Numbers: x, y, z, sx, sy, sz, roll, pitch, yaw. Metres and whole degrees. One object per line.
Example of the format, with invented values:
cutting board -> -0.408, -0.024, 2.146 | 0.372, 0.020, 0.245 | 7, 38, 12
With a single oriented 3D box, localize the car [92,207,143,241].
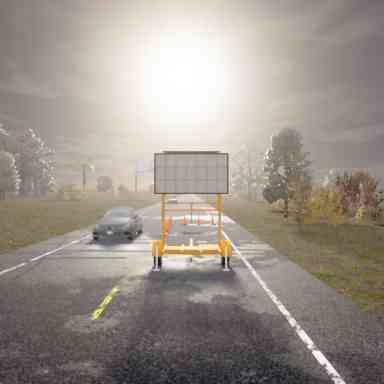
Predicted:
car -> -3.627, 1.529, 16.965 | 1.812, 1.442, 4.674 | 0, 0, 0

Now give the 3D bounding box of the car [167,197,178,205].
car -> -3.598, 1.591, 62.080 | 2.033, 1.411, 5.357 | 0, 0, 0

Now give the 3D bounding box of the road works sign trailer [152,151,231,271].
road works sign trailer -> -0.017, 0.466, 10.901 | 2.380, 3.560, 2.880 | 0, 0, 0
